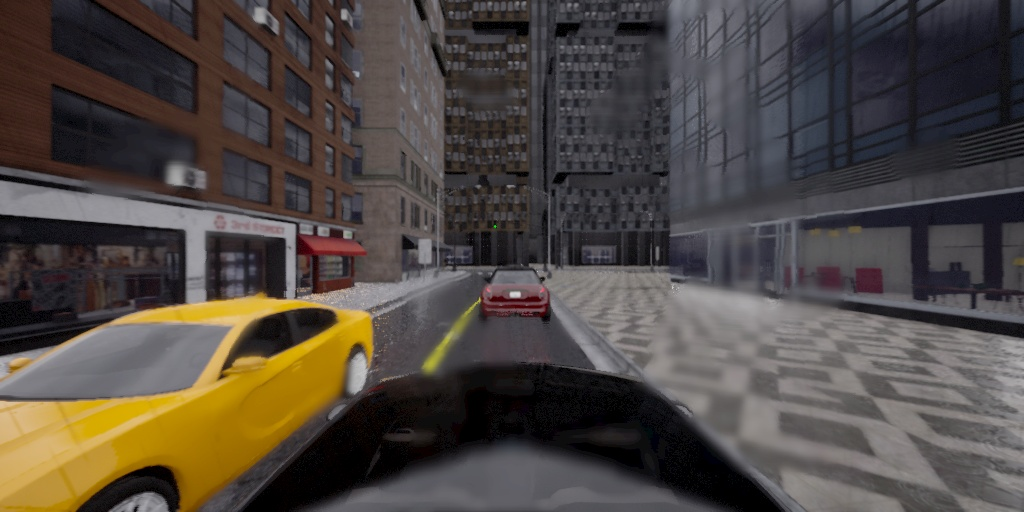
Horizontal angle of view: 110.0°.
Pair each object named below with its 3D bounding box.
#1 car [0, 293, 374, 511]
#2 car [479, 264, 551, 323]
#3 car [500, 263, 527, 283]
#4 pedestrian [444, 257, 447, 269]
[{"bbox_3d":[-3.099,1.229,3.618,1.882,1.535,5.008,0,0,0],"label":"car"},{"bbox_3d":[0.099,1.112,12.274,2.097,1.767,4.553,0,0,0],"label":"car"},{"bbox_3d":[0.108,1.324,29.289,2.033,1.411,5.357,0,0,0],"label":"car"},{"bbox_3d":[-9.874,0.955,52.918,0.375,1.860,0.375,0,0,1],"label":"pedestrian"}]
